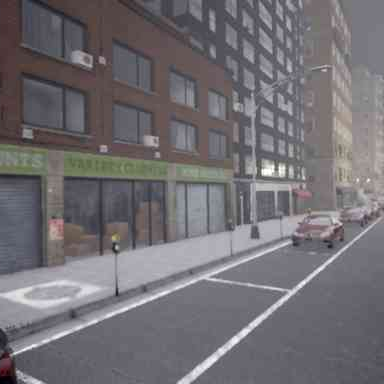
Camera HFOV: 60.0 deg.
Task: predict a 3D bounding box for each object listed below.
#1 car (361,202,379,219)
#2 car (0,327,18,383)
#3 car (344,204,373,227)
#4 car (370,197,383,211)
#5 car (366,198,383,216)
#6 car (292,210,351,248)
[{"bbox_3d":[14.948,1.800,29.221,1.802,1.307,4.206,-2,-1,33],"label":"car"},{"bbox_3d":[-3.121,1.618,1.553,1.947,1.339,4.313,-2,-1,33],"label":"car"},{"bbox_3d":[11.937,1.774,24.610,1.802,1.307,4.206,-2,-1,33],"label":"car"},{"bbox_3d":[26.990,1.630,47.672,2.192,1.841,5.009,-2,-1,33],"label":"car"},{"bbox_3d":[17.957,1.683,33.835,1.967,1.590,4.097,-2,-1,33],"label":"car"},{"bbox_3d":[5.914,1.720,15.387,1.802,1.307,4.206,-2,-1,33],"label":"car"}]
